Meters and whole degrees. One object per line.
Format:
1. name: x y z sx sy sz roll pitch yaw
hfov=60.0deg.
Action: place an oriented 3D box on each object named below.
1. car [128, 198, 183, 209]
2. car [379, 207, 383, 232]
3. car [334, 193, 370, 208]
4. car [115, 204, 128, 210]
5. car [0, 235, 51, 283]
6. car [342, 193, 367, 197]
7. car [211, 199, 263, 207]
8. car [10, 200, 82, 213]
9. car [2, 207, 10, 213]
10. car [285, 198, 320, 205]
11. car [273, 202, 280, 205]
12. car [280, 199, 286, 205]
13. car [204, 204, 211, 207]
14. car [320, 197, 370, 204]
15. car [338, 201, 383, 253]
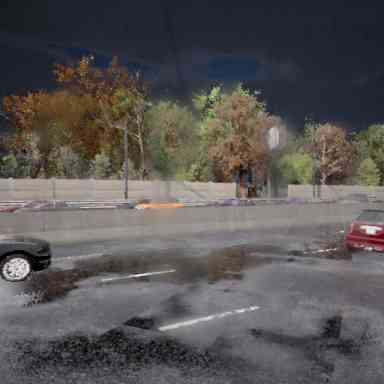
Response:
1. car: -3.077 1.351 30.401 4.553 1.767 2.097 0 0 -30
2. car: 13.080 1.562 19.338 4.181 1.385 1.994 0 0 -30
3. car: 24.358 1.229 50.458 5.566 2.045 2.150 0 0 -30
4. car: -5.180 1.503 33.222 4.892 1.490 1.837 0 0 -30
5. car: -6.142 1.478 8.118 5.008 1.535 1.882 0 0 -30
6. car: 22.052 1.357 45.067 4.553 1.767 2.097 0 0 -30
7. car: 5.119 1.547 35.186 5.357 1.411 2.033 0 0 -30
8. car: -11.067 1.492 25.738 4.902 1.511 2.128 0 0 -30
9. car: -13.382 1.478 28.441 5.008 1.535 1.882 0 0 -30
10. car: 12.655 1.601 35.533 4.718 1.301 1.895 0 0 -30
11. car: 13.109 1.548 43.901 5.357 1.411 2.033 0 0 -30
12. car: 13.528 1.492 40.093 4.902 1.511 2.128 0 0 -30
13. car: 3.965 1.547 38.568 5.357 1.411 2.033 0 0 -30
14. car: 15.219 1.526 32.978 4.674 1.442 1.812 0 0 -30
15. car: 7.817 1.351 12.214 4.553 1.767 2.097 0 0 -30
